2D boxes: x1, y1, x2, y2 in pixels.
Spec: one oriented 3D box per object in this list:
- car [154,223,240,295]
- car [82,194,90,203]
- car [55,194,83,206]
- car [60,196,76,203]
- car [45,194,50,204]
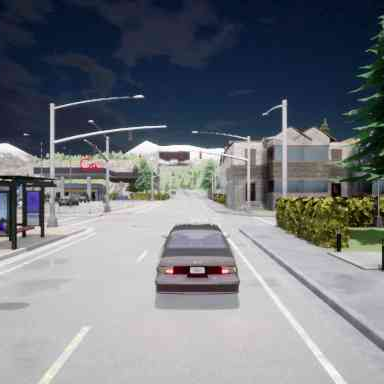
[{"bbox_3d":[0.107,1.547,8.895,2.033,1.411,5.357,0,0,0],"label":"car"},{"bbox_3d":[-22.571,1.268,68.977,1.905,1.878,3.866,0,0,0],"label":"car"},{"bbox_3d":[-18.882,1.490,51.105,2.007,1.523,4.514,0,0,0],"label":"car"},{"bbox_3d":[-25.896,1.552,69.582,1.970,1.475,3.806,0,0,0],"label":"car"},{"bbox_3d":[-25.842,1.289,61.103,1.932,1.855,4.605,0,0,0],"label":"car"}]
